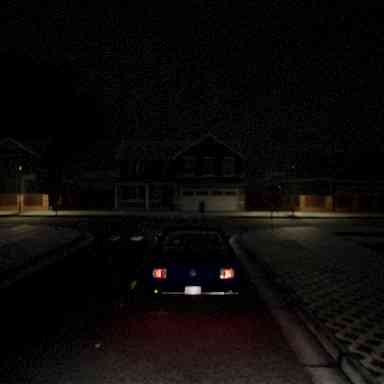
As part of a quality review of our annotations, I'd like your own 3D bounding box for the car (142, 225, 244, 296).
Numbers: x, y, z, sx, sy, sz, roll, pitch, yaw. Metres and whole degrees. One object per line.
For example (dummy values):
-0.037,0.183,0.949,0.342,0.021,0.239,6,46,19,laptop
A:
0.037,1.469,8.270,1.895,1.301,4.718,0,1,0,car
